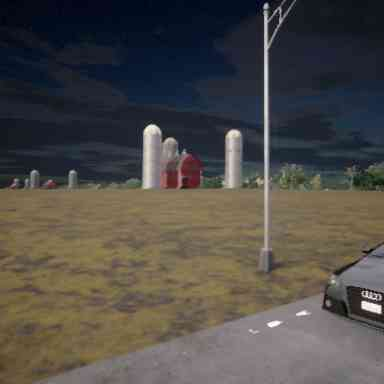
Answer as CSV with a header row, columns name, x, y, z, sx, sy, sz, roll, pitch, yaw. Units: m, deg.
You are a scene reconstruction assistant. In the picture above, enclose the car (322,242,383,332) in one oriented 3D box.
name,x,y,z,sx,sy,sz,roll,pitch,yaw
car,4.309,1.540,6.142,4.181,1.385,1.994,0,0,-36
